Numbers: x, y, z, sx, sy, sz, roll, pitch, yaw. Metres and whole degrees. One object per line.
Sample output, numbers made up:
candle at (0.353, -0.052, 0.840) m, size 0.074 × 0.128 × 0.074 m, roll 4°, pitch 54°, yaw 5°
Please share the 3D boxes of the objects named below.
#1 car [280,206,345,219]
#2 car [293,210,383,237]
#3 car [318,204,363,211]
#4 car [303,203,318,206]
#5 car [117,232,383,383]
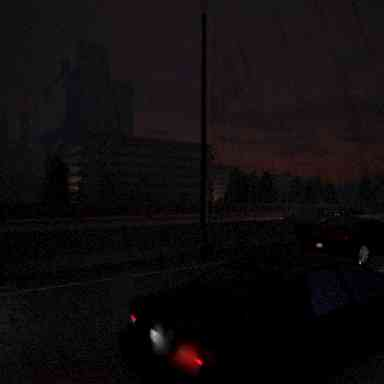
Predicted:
car at (8.091, 1.884, 22.674) m, size 4.718 × 1.301 × 1.895 m, roll 1°, pitch -1°, yaw -36°
car at (6.267, 1.654, 12.526) m, size 5.008 × 1.535 × 1.882 m, roll 1°, pitch -1°, yaw -36°
car at (14.440, 1.934, 31.505) m, size 4.892 × 1.490 × 1.837 m, roll 1°, pitch -1°, yaw -35°
car at (12.365, 1.922, 34.323) m, size 4.902 × 1.511 × 2.128 m, roll 1°, pitch -1°, yaw -35°
car at (1.668, 1.607, 4.940) m, size 5.357 × 1.411 × 2.033 m, roll 1°, pitch -1°, yaw -35°
